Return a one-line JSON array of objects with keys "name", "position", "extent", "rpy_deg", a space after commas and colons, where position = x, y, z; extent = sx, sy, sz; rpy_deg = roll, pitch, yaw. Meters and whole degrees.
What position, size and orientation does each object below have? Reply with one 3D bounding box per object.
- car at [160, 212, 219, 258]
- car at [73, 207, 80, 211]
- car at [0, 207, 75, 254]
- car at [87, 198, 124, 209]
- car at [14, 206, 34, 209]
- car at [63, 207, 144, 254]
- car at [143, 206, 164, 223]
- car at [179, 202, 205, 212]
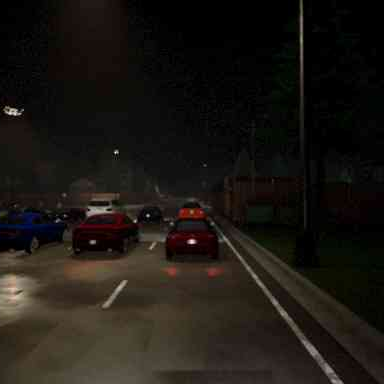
[{"name": "car", "position": [0.011, 1.712, 13.506], "extent": [1.994, 1.385, 4.181], "rpy_deg": [0, -1, 0]}, {"name": "car", "position": [-10.504, 1.909, 28.232], "extent": [1.895, 1.301, 4.718], "rpy_deg": [0, -1, 0]}, {"name": "car", "position": [-6.984, 1.633, 14.225], "extent": [1.882, 1.535, 5.008], "rpy_deg": [0, 0, 0]}, {"name": "car", "position": [-7.010, 1.525, 27.536], "extent": [2.150, 2.045, 5.566], "rpy_deg": [0, 0, 0]}, {"name": "car", "position": [-14.138, 1.875, 28.497], "extent": [1.994, 1.385, 4.181], "rpy_deg": [0, -1, 1]}, {"name": "car", "position": [-3.484, 1.633, 14.229], "extent": [1.882, 1.535, 5.008], "rpy_deg": [0, 0, 0]}, {"name": "car", "position": [-3.499, 1.875, 28.491], "extent": [1.994, 1.385, 4.181], "rpy_deg": [0, -1, 0]}, {"name": "car", "position": [-0.001, 1.660, 28.413], "extent": [2.097, 1.767, 4.553], "rpy_deg": [0, -1, 0]}]
